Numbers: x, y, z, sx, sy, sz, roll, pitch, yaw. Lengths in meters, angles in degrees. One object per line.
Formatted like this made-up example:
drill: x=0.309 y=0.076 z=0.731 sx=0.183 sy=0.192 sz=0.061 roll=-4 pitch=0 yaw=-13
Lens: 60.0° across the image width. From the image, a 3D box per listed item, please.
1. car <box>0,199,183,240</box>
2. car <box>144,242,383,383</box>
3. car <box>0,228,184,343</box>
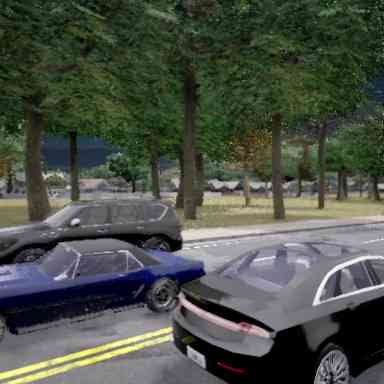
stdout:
car: x=-2.859 y=1.232 z=9.630 sx=5.566 sy=2.045 sz=2.150 roll=0 pitch=0 yaw=-35
car: x=2.018 y=1.505 z=4.877 sx=4.902 sy=1.511 sz=2.128 roll=0 pitch=0 yaw=-35
car: x=-2.150 y=1.606 z=6.145 sx=4.718 sy=1.301 sz=1.895 roll=0 pitch=0 yaw=-35
